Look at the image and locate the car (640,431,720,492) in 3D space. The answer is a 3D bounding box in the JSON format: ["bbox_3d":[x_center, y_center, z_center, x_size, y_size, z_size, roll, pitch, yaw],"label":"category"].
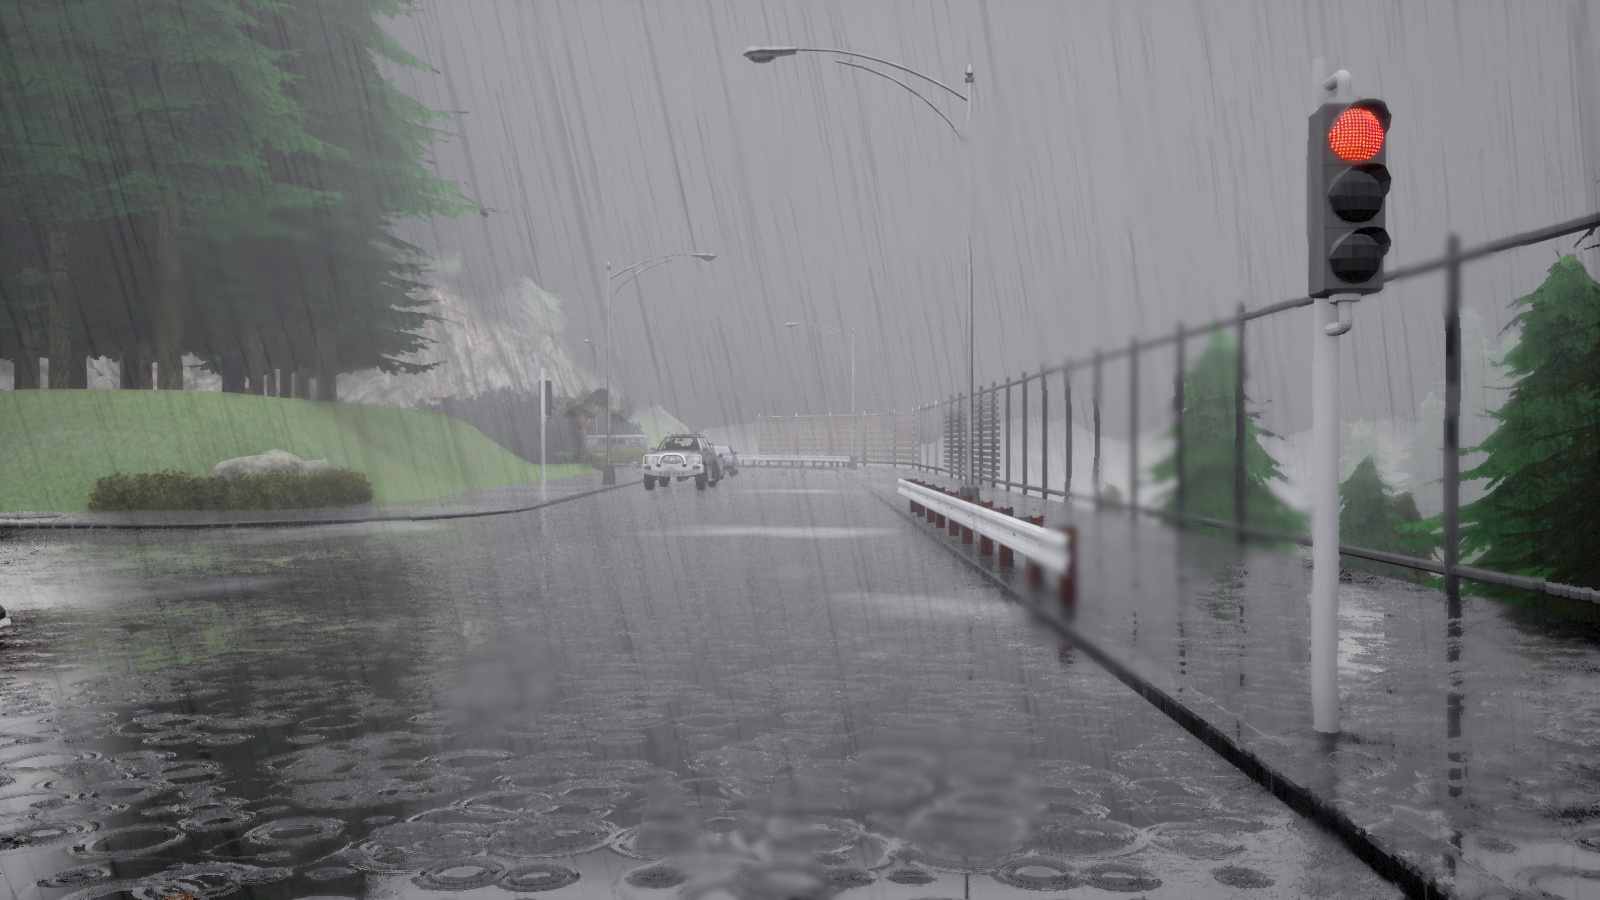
[{"bbox_3d":[-3.834,0.330,40.803,1.932,1.855,4.605,0,0,3],"label":"car"}]

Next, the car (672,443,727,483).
[{"bbox_3d":[-3.912,0.478,49.425,1.845,1.501,3.633,0,0,0],"label":"car"}]

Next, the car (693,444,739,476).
[{"bbox_3d":[-3.869,0.439,58.518,1.812,1.442,4.674,0,0,0],"label":"car"}]

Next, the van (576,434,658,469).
[{"bbox_3d":[-10.637,0.078,73.278,4.442,1.987,1.775,0,0,5],"label":"van"}]
